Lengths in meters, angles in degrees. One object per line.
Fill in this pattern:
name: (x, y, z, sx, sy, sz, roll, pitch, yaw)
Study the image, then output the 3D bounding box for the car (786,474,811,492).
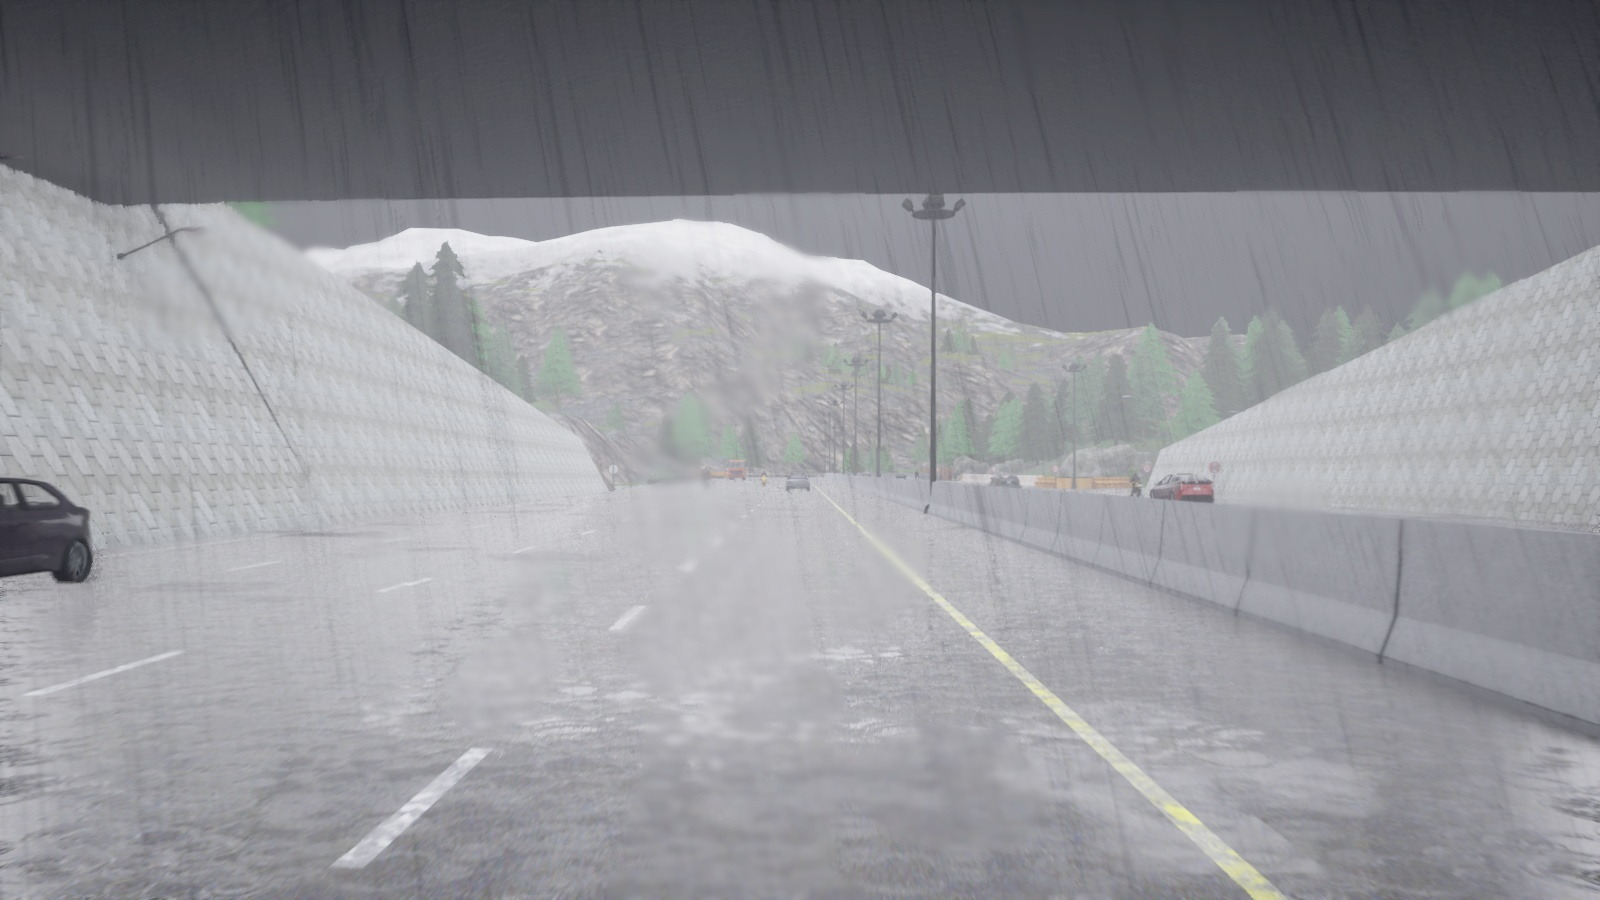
car: (-0.145, 2.555, 97.939, 1.895, 1.301, 4.718, 0, -1, 0)

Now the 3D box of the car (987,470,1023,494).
car: (13.871, 2.167, 85.214, 1.789, 1.549, 3.705, 0, -1, 0)

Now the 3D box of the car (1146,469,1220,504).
car: (17.407, 1.651, 57.300, 2.007, 1.525, 4.514, 0, -1, 0)

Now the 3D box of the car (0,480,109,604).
car: (-10.537, 1.128, 15.394, 1.816, 1.474, 4.193, 0, -1, 0)
